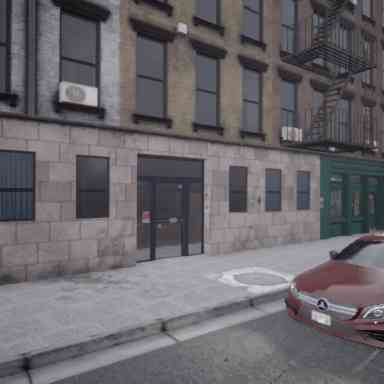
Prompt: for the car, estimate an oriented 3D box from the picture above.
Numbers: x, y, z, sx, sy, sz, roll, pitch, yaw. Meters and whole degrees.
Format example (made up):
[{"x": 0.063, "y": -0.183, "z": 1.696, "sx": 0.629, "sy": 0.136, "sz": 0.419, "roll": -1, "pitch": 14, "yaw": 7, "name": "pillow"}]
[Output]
[{"x": 3.724, "y": 1.528, "z": 6.074, "sx": 4.674, "sy": 1.442, "sz": 1.812, "roll": 0, "pitch": 0, "yaw": -36, "name": "car"}]
